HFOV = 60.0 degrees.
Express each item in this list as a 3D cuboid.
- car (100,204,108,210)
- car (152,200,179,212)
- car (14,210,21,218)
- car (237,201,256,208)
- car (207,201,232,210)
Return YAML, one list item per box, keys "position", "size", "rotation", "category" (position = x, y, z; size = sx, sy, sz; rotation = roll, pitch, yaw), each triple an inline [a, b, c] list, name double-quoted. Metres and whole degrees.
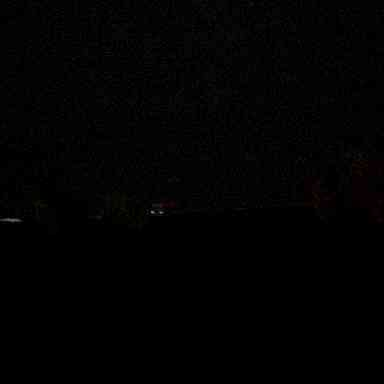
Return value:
- position: [-10.418, 2.042, 41.688]
  size: [1.837, 1.490, 4.892]
  rotation: [-2, -2, 36]
  category: "car"
- position: [-4.052, 2.007, 50.502]
  size: [2.097, 1.767, 4.553]
  rotation: [-2, -2, 36]
  category: "car"
- position: [-15.882, 1.997, 34.117]
  size: [1.994, 1.385, 4.181]
  rotation: [-2, -2, 36]
  category: "car"
- position: [10.746, 2.401, 64.872]
  size: [1.895, 1.301, 4.718]
  rotation: [-2, -2, 36]
  category: "car"
- position: [4.664, 2.231, 56.369]
  size: [2.033, 1.411, 5.357]
  rotation: [-2, -2, 36]
  category: "car"
